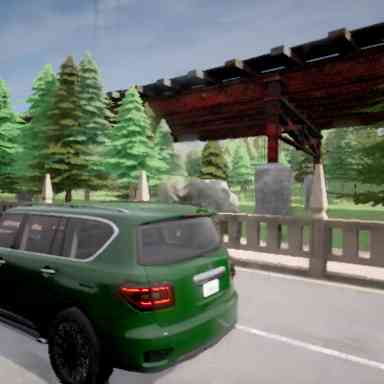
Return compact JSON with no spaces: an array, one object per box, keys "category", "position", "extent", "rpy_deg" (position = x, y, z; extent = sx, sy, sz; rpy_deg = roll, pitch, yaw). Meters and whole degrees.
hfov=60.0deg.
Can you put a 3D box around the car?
[{"category":"car","position":[-1.965,1.165,5.388],"extent":[5.566,2.045,2.150],"rpy_deg":[1,0,35]}]
